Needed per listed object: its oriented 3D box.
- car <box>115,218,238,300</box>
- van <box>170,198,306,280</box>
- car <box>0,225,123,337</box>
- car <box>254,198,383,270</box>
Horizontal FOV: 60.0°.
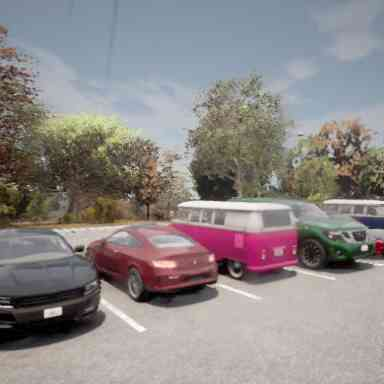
[{"bbox_3d":[-1.226,1.561,8.558,2.002,1.452,4.674,0,0,-35],"label":"car"},{"bbox_3d":[0.971,1.294,10.259,1.878,1.987,4.442,0,0,-35],"label":"van"},{"bbox_3d":[-3.498,1.522,6.962,2.097,1.535,5.008,0,0,-35],"label":"car"},{"bbox_3d":[3.321,1.266,11.744,2.435,2.045,5.566,0,0,-35],"label":"car"}]
